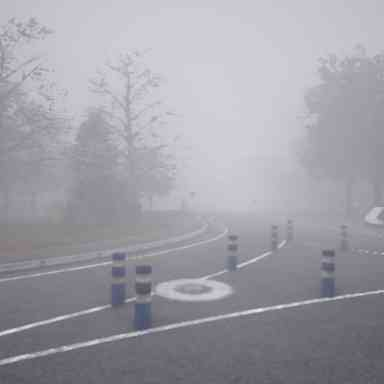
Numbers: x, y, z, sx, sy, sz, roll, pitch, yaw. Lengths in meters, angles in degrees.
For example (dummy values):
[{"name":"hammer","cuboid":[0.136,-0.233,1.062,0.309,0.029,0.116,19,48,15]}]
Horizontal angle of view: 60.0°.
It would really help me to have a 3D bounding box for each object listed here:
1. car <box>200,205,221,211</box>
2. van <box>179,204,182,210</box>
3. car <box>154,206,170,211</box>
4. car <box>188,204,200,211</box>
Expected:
[{"name":"car","cuboid":[4.564,3.664,75.439,2.002,1.452,4.674,3,-5,-35]},{"name":"van","cuboid":[-1.780,4.032,84.554,1.878,1.987,4.442,2,-4,-35]},{"name":"car","cuboid":[-7.999,4.921,93.503,2.002,1.452,4.674,2,-4,-35]},{"name":"car","cuboid":[1.420,3.967,79.937,2.163,1.488,4.792,2,-4,-35]}]
